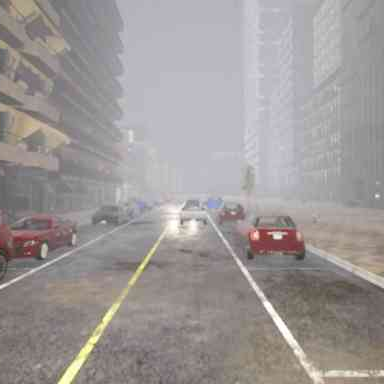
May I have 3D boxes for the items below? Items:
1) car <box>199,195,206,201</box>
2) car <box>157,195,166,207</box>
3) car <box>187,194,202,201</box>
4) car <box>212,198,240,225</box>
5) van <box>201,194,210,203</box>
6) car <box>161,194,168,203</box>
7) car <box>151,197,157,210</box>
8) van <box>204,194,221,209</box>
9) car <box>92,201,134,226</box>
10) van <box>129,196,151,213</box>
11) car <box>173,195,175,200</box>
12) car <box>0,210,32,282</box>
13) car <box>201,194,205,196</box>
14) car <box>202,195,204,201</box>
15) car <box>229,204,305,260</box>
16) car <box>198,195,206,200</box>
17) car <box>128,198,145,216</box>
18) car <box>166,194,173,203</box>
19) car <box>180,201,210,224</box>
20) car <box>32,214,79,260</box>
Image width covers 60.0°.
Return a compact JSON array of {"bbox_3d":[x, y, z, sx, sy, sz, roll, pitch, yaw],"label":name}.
[{"bbox_3d":[2.695,1.504,84.990,1.752,1.417,4.829,1,0,0],"label":"car"},{"bbox_3d":[-5.682,1.534,51.402,2.008,1.369,4.403,1,0,0],"label":"car"},{"bbox_3d":[0.097,1.462,46.201,1.882,1.535,5.008,0,0,0],"label":"car"},{"bbox_3d":[2.701,1.431,23.554,1.967,1.590,4.097,1,0,0],"label":"car"},{"bbox_3d":[2.699,1.321,68.112,1.690,1.788,3.998,1,0,0],"label":"van"},{"bbox_3d":[-5.683,1.507,56.803,1.752,1.417,4.829,1,0,0],"label":"car"},{"bbox_3d":[-5.681,1.511,40.094,1.752,1.417,4.829,1,0,0],"label":"car"},{"bbox_3d":[2.702,1.327,40.264,1.690,1.788,3.998,1,0,0],"label":"van"},{"bbox_3d":[-5.681,1.556,23.554,1.947,1.339,4.313,1,0,0],"label":"car"},{"bbox_3d":[-5.678,1.329,34.694,1.690,1.788,3.998,1,0,0],"label":"van"},{"bbox_3d":[-5.686,1.524,84.821,1.887,1.381,4.507,1,0,0],"label":"car"},{"bbox_3d":[-5.676,1.312,6.845,2.192,1.841,5.009,1,0,0],"label":"car"},{"bbox_3d":[2.697,1.507,57.141,1.752,1.417,4.829,1,0,0],"label":"car"},{"bbox_3d":[2.697,1.565,51.402,1.802,1.307,4.206,1,0,0],"label":"car"},{"bbox_3d":[2.702,1.435,12.414,1.967,1.590,4.097,1,0,0],"label":"car"},{"bbox_3d":[2.694,1.524,90.390,1.887,1.381,4.507,1,0,0],"label":"car"},{"bbox_3d":[-5.681,1.540,29.124,2.008,1.369,4.403,1,0,0],"label":"car"},{"bbox_3d":[-5.680,1.295,68.112,2.192,1.841,5.009,1,0,0],"label":"car"},{"bbox_3d":[0.098,1.591,24.714,1.895,1.301,4.718,0,0,0],"label":"car"},{"bbox_3d":[-5.680,1.539,12.415,1.887,1.381,4.507,1,0,0],"label":"car"}]
